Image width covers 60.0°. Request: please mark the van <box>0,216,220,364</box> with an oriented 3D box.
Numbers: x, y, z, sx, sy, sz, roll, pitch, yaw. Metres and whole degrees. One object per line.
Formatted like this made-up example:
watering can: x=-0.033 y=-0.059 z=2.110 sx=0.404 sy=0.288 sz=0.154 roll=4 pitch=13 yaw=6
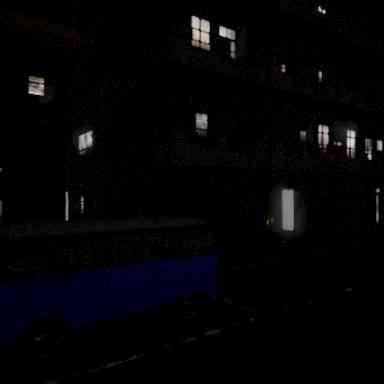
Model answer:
van: x=-1.411 y=1.341 z=5.559 sx=3.998 sy=1.788 sz=1.690 roll=0 pitch=0 yaw=-35
